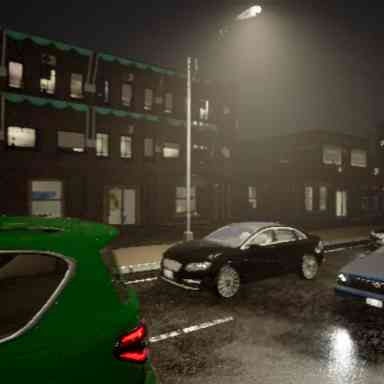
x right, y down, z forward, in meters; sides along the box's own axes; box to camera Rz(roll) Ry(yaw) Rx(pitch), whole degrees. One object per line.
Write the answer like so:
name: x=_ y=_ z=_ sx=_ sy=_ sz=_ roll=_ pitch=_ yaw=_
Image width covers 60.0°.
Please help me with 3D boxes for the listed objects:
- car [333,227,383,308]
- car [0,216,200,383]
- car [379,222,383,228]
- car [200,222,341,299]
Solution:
car: x=5.500 y=1.658 z=7.604 sx=5.357 sy=1.411 sz=2.033 roll=1 pitch=-1 yaw=-35
car: x=-2.865 y=1.204 z=1.642 sx=5.566 sy=2.045 sz=2.150 roll=1 pitch=-1 yaw=-35
car: x=9.632 y=1.730 z=14.530 sx=4.674 sy=1.442 sz=1.812 roll=1 pitch=-1 yaw=-35
car: x=1.480 y=1.570 z=8.727 sx=4.902 sy=1.511 sz=2.128 roll=1 pitch=-1 yaw=-35
